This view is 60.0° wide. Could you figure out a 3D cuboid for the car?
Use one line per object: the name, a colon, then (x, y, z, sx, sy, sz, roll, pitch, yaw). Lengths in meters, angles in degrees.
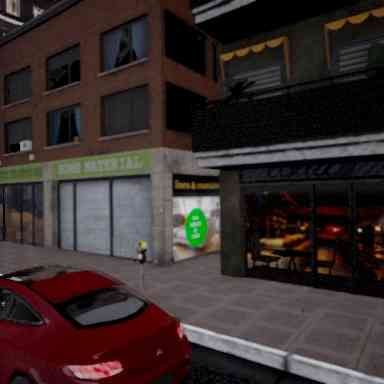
car: (-1.961, 1.622, 4.283, 4.206, 1.307, 1.802, -1, -1, 36)
